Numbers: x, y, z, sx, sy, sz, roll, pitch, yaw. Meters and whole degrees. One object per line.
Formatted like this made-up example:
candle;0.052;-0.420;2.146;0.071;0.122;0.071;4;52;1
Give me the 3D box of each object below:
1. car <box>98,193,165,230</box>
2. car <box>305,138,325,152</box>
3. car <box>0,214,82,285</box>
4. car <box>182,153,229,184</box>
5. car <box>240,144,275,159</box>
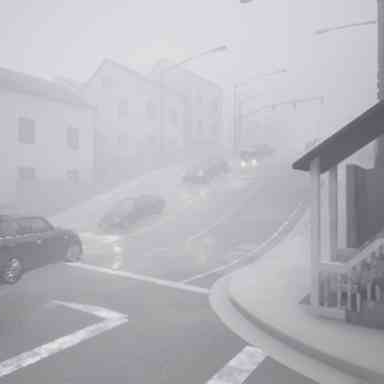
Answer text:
car;-3.475;0.999;19.732;1.812;1.442;4.674;0;14;34
car;15.075;-5.698;40.019;1.812;1.442;4.674;0;9;37
car;-5.154;1.441;9.915;2.097;1.767;4.553;1;-1;8
car;1.020;-1.957;26.311;2.097;1.767;4.553;0;18;35
car;6.892;-4.309;34.737;2.033;1.411;5.357;0;10;36
